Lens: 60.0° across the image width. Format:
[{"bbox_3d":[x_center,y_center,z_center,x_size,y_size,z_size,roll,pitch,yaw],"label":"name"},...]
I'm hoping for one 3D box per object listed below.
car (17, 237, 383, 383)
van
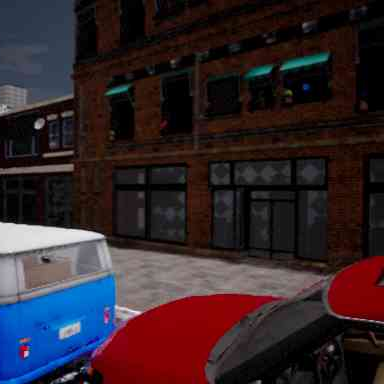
[{"bbox_3d":[1.474,1.313,1.800,5.009,1.841,2.192,-1,1,36],"label":"car"},{"bbox_3d":[-2.928,1.388,4.940,3.998,1.788,1.690,-1,1,36],"label":"van"}]
